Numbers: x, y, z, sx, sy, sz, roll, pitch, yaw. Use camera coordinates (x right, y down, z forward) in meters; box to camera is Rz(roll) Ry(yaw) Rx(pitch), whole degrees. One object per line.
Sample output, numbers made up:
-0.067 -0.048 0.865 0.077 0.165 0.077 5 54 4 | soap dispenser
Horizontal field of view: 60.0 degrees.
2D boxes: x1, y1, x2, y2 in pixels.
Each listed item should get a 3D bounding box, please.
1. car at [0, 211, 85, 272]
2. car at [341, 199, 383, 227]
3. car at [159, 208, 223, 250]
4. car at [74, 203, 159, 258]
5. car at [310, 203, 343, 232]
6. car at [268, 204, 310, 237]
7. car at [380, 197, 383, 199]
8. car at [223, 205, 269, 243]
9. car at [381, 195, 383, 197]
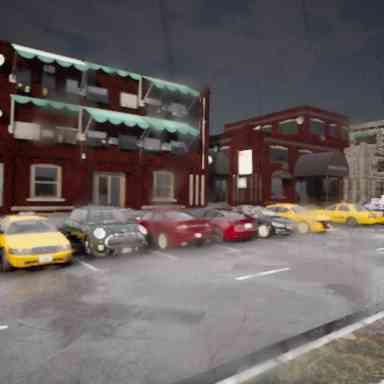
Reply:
-5.511 1.476 11.208 1.946 1.575 5.366 0 0 -35 | car
10.132 1.459 22.781 1.946 1.575 5.366 0 0 -35 | car
-1.185 1.475 14.504 2.097 1.535 5.008 0 0 -35 | car
-3.471 1.352 12.924 2.185 1.767 4.553 0 0 -35 | car
5.707 1.463 19.415 2.097 1.535 5.008 0 0 -35 | car
3.340 1.468 17.734 2.231 1.521 4.892 0 0 -35 | car
16.817 1.502 27.533 1.946 1.575 5.366 1 0 -35 | car
1.061 1.501 16.142 2.163 1.488 4.792 0 0 -35 | car
19.208 1.283 28.970 2.435 2.045 5.566 1 0 -35 | car
